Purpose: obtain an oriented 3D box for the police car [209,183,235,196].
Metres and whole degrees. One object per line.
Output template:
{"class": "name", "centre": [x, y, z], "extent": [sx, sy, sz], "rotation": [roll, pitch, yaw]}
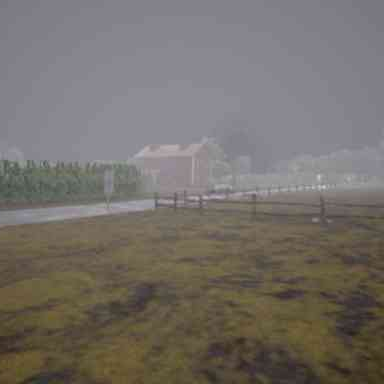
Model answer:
{"class": "police car", "centre": [3.956, -0.386, 44.580], "extent": [1.930, 1.638, 5.238], "rotation": [3, 4, 35]}
